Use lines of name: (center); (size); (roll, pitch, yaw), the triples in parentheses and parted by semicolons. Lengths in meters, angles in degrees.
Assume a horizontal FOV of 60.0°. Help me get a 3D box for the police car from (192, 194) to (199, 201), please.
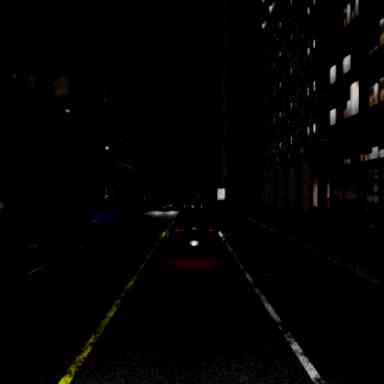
police car: (0.883, 1.428, 85.853); (1.930, 1.638, 5.238); (0, 0, 0)

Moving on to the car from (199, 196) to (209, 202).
car: (2.674, 1.548, 76.234); (2.008, 1.369, 4.403); (0, 0, 0)

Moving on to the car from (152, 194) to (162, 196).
car: (-5.702, 1.306, 53.637); (2.192, 1.841, 5.009); (0, 0, 0)

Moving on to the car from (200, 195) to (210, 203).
car: (2.676, 1.436, 70.584); (1.967, 1.590, 4.097); (0, 0, 0)

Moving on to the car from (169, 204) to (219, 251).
car: (0.085, 1.502, 13.979); (1.837, 1.490, 4.892); (0, 1, 0)

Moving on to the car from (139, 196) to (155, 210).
car: (-5.699, 1.570, 42.340); (1.802, 1.307, 4.206); (0, 0, 0)

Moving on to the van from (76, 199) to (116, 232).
van: (-5.694, 1.334, 19.746); (1.690, 1.788, 3.998); (0, 0, 0)

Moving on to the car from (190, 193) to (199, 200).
car: (0.653, 1.230, 91.769); (2.150, 2.045, 5.566); (0, 0, -4)

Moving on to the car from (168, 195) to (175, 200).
car: (-5.710, 1.533, 93.008); (1.752, 1.417, 4.829); (0, 0, 0)

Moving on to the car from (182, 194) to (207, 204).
car: (0.086, 1.340, 31.731); (2.097, 1.767, 4.553); (0, 0, 0)

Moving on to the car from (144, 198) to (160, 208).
car: (-5.700, 1.571, 47.989); (1.802, 1.307, 4.206); (0, 0, 0)

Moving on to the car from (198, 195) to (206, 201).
car: (2.672, 1.570, 87.530); (1.947, 1.339, 4.313); (0, 0, 0)

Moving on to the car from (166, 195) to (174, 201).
car: (-5.709, 1.570, 87.528); (1.947, 1.339, 4.313); (0, 0, 0)

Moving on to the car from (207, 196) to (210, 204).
car: (2.677, 1.519, 65.106); (1.752, 1.417, 4.829); (0, 0, 0)

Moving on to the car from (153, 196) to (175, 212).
car: (-3.101, 1.493, 39.566); (1.837, 1.490, 4.892); (0, 0, 0)

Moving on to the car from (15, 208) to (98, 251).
car: (-5.694, 1.561, 14.097); (1.947, 1.339, 4.313); (0, 0, 0)
